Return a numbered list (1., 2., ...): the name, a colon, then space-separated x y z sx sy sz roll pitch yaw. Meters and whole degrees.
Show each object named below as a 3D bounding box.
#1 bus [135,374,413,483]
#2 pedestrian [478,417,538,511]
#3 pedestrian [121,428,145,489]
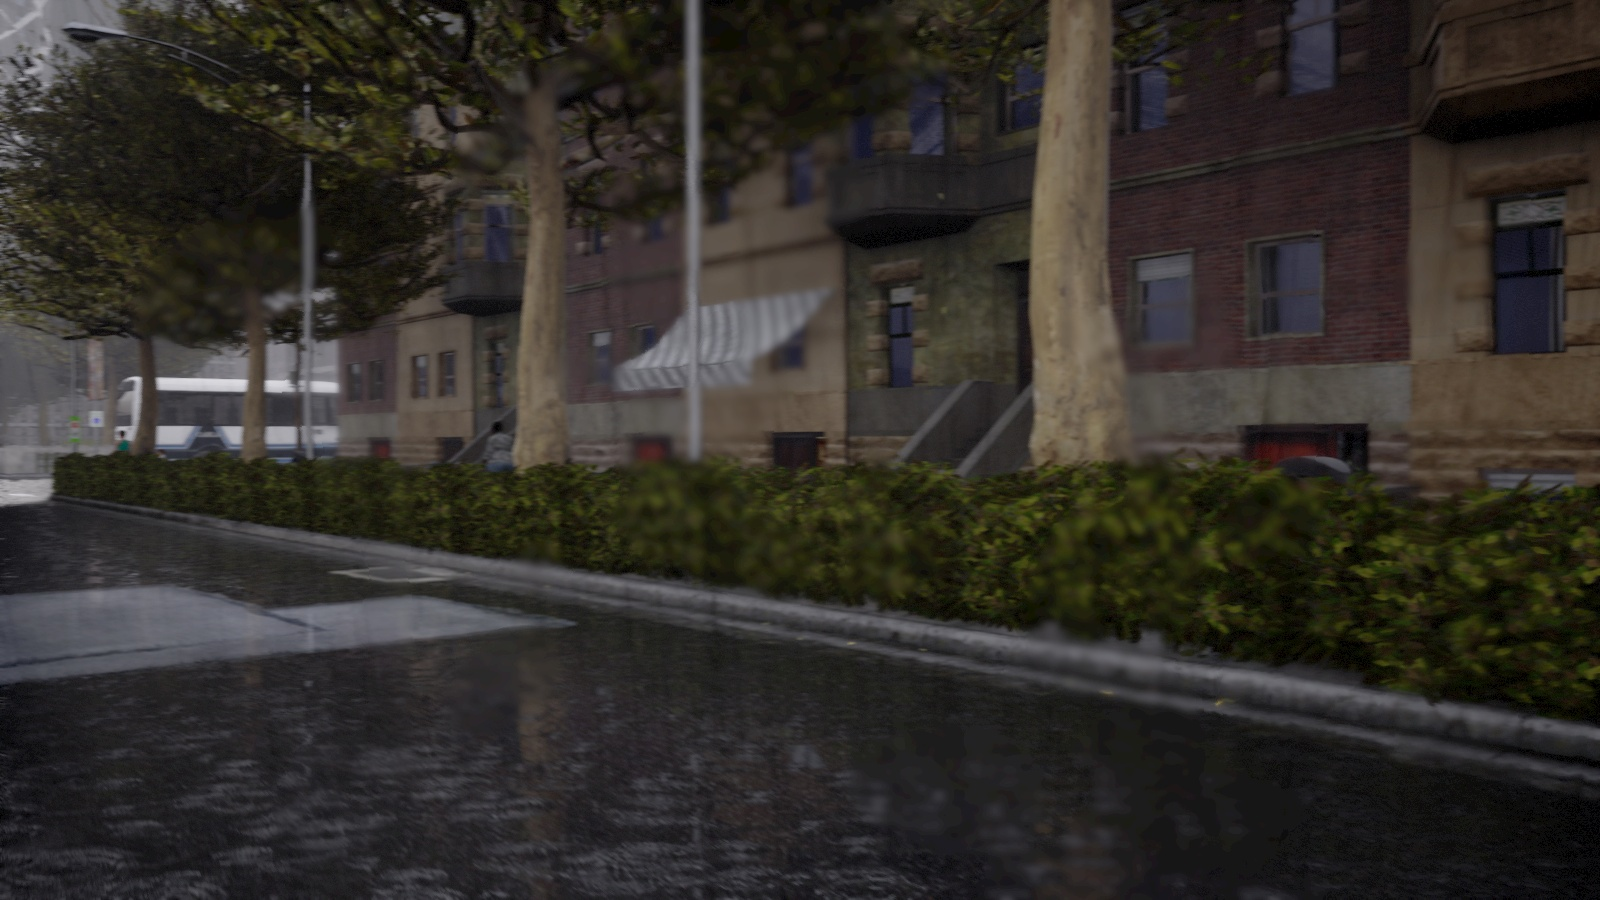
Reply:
1. bus: -22.345 -0.874 53.775 10.273 4.253 3.944 0 0 -39
2. pedestrian: -5.946 0.273 25.567 0.874 1.855 0.900 0 0 -39
3. pedestrian: -20.167 0.244 37.958 0.594 1.836 0.345 0 0 25
